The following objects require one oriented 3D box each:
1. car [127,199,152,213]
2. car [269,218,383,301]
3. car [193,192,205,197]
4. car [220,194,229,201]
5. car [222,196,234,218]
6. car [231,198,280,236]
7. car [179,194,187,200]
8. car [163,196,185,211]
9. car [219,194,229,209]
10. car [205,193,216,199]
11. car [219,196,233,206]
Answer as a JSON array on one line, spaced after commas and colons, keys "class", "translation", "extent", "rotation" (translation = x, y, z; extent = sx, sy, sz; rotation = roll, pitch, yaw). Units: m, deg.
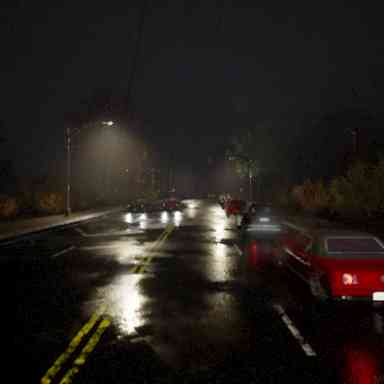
[{"class": "car", "translation": [-5.629, 1.476, 35.813], "extent": [1.895, 1.301, 4.718], "rotation": [0, 0, 3]}, {"class": "car", "translation": [3.427, 1.577, 8.175], "extent": [1.895, 1.301, 4.718], "rotation": [0, 0, 1]}, {"class": "car", "translation": [1.297, 0.717, 79.236], "extent": [2.097, 1.767, 4.553], "rotation": [0, 0, 6]}, {"class": "car", "translation": [7.107, 1.171, 72.571], "extent": [1.882, 1.535, 5.008], "rotation": [0, 0, 6]}, {"class": "car", "translation": [3.889, 1.380, 28.999], "extent": [1.882, 1.535, 5.008], "rotation": [0, 0, 2]}, {"class": "car", "translation": [3.507, 1.374, 18.082], "extent": [2.033, 1.649, 4.856], "rotation": [0, 0, 2]}, {"class": "car", "translation": [-2.177, 1.191, 77.411], "extent": [2.033, 1.411, 5.357], "rotation": [0, 0, 6]}, {"class": "car", "translation": [-2.225, 1.465, 38.543], "extent": [1.895, 1.301, 4.718], "rotation": [0, 0, 3]}, {"class": "car", "translation": [4.440, 1.350, 39.910], "extent": [2.128, 1.511, 4.902], "rotation": [0, 0, 3]}, {"class": "car", "translation": [4.871, 1.149, 82.191], "extent": [1.895, 1.301, 4.718], "rotation": [0, 0, 7]}, {"class": "car", "translation": [5.161, 1.373, 50.810], "extent": [1.994, 1.385, 4.181], "rotation": [0, 0, 4]}]
